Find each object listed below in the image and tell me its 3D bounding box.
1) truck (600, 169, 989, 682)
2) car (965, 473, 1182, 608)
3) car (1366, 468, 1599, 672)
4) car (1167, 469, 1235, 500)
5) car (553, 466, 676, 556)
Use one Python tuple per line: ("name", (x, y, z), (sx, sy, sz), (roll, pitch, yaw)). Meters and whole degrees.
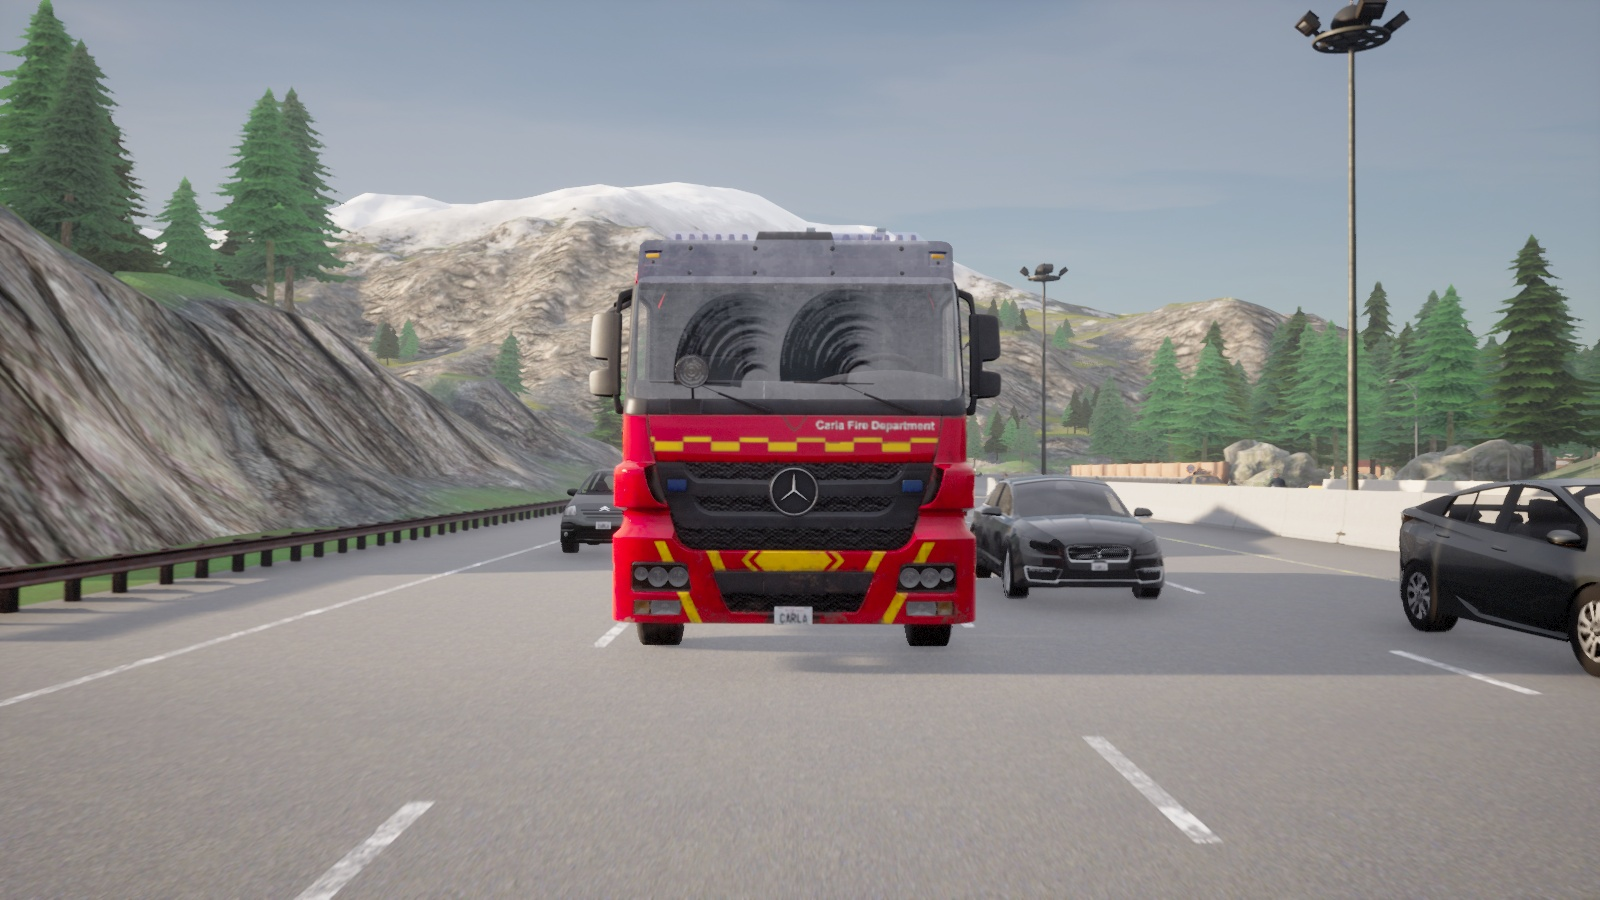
("truck", (-0.035, -0.123, 13.620), (2.891, 3.827, 8.468), (0, -1, 0))
("car", (3.459, 1.086, 16.854), (1.837, 1.490, 4.892), (0, 0, 0))
("car", (6.973, 0.917, 10.956), (2.007, 1.525, 4.514), (0, -1, 0))
("car", (20.841, 1.768, 65.544), (1.801, 1.575, 5.366), (0, -1, 0))
("car", (-3.560, 1.142, 24.792), (1.851, 1.617, 3.988), (0, -1, 0))
